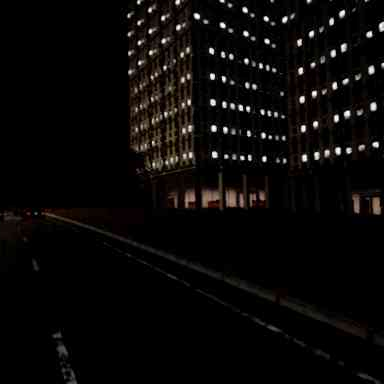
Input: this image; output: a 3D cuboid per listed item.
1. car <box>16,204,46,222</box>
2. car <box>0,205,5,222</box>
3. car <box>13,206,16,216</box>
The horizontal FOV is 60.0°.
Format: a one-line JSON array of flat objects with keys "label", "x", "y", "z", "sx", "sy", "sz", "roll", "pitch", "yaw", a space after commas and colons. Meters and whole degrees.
[{"label": "car", "x": -15.226, "y": 2.014, "z": 31.826, "sx": 2.033, "sy": 1.411, "sz": 5.357, "roll": 0, "pitch": -1, "yaw": -31}, {"label": "car", "x": -18.333, "y": 2.005, "z": 30.639, "sx": 2.033, "sy": 1.411, "sz": 5.357, "roll": 0, "pitch": -1, "yaw": -31}, {"label": "car", "x": -20.855, "y": 2.161, "z": 40.904, "sx": 2.033, "sy": 1.411, "sz": 5.357, "roll": 0, "pitch": -1, "yaw": -32}]
